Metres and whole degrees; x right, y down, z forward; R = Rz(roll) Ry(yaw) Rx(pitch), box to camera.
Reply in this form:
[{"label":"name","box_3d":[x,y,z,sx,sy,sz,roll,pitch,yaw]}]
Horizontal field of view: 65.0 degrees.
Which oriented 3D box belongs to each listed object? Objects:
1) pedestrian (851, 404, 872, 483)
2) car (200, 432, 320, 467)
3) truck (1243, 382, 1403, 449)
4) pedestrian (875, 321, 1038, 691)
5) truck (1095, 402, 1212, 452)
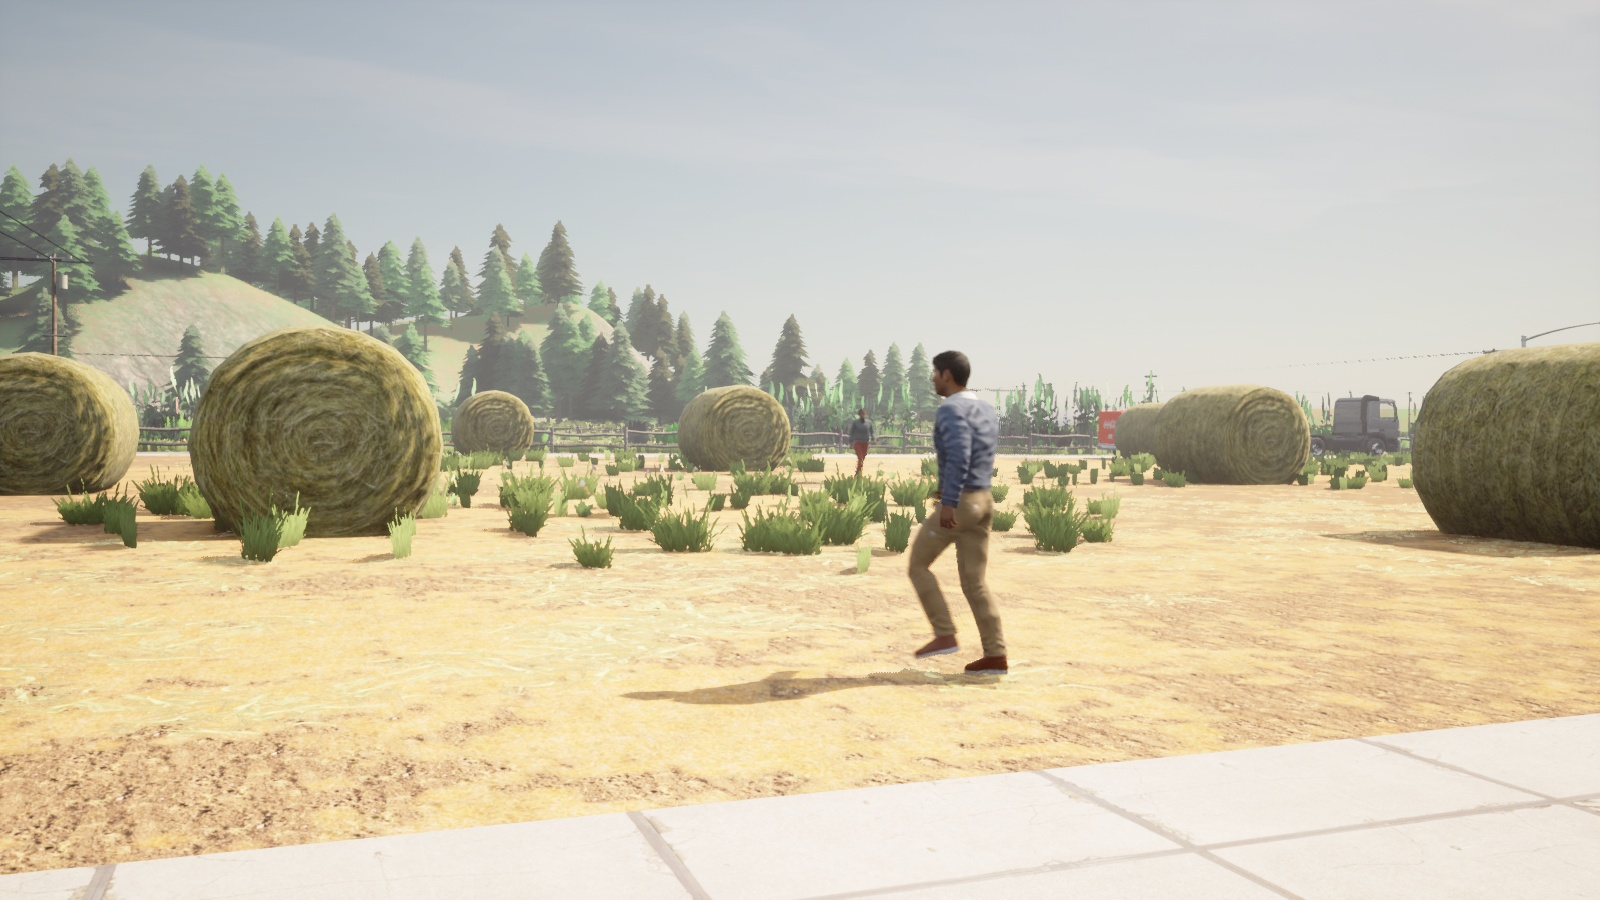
[{"label":"pedestrian","box_3d":[1.458,-0.161,29.853,0.353,1.847,0.614,-1,1,-10]},{"label":"car","box_3d":[-23.770,-0.026,55.473,4.674,1.442,1.812,-1,1,-17]},{"label":"truck","box_3d":[28.181,-1.856,67.655,7.936,3.462,2.891,-1,1,-17]},{"label":"pedestrian","box_3d":[0.871,0.293,7.023,0.788,1.949,0.423,0,1,39]},{"label":"truck","box_3d":[18.161,-1.188,64.599,5.204,2.467,2.627,-1,1,-17]}]
